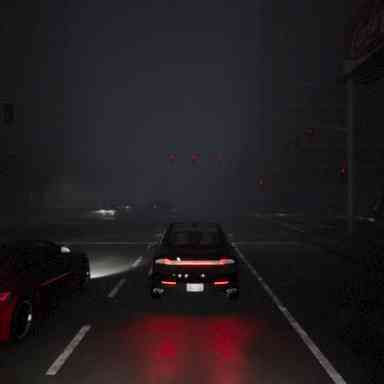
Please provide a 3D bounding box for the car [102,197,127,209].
[{"bbox_3d":[-10.590,1.488,44.362,2.128,1.511,4.902,0,0,0],"label":"car"}]

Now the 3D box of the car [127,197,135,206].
[{"bbox_3d":[-10.576,1.543,54.104,2.033,1.411,5.357,0,0,0],"label":"car"}]

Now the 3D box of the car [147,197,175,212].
[{"bbox_3d":[-3.706,1.561,38.283,1.994,1.385,4.181,0,0,10],"label":"car"}]

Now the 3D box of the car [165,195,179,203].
[{"bbox_3d":[-4.601,1.321,70.574,2.097,1.767,4.553,0,0,-27],"label":"car"}]

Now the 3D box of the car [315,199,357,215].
[{"bbox_3d":[14.806,1.489,33.017,4.902,1.511,2.128,0,0,0],"label":"car"}]

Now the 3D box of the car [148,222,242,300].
[{"bbox_3d":[0.068,1.491,8.365,2.128,1.511,4.902,0,0,0],"label":"car"}]

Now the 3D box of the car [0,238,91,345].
[{"bbox_3d":[-3.442,1.563,6.388,1.994,1.385,4.181,0,0,0],"label":"car"}]

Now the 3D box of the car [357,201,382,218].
[{"bbox_3d":[17.703,1.350,29.530,4.553,1.767,2.097,0,0,0],"label":"car"}]
